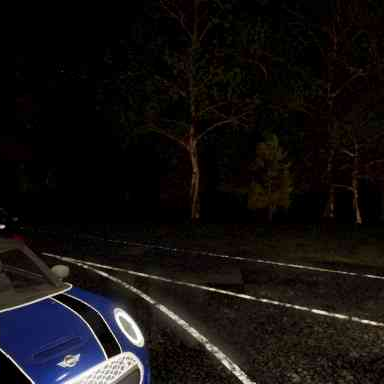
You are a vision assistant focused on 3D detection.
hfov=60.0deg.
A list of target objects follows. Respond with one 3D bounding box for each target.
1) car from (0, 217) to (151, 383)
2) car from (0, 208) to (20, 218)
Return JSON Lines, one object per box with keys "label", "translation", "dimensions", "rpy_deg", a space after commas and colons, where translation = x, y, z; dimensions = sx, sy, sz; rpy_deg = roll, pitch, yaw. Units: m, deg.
{"label": "car", "translation": [-2.619, 1.338, 3.748], "dimensions": [4.553, 1.767, 2.097], "rpy_deg": [1, 0, 35]}
{"label": "car", "translation": [-11.667, 1.492, 18.692], "dimensions": [4.718, 1.301, 1.895], "rpy_deg": [0, 0, 37]}
